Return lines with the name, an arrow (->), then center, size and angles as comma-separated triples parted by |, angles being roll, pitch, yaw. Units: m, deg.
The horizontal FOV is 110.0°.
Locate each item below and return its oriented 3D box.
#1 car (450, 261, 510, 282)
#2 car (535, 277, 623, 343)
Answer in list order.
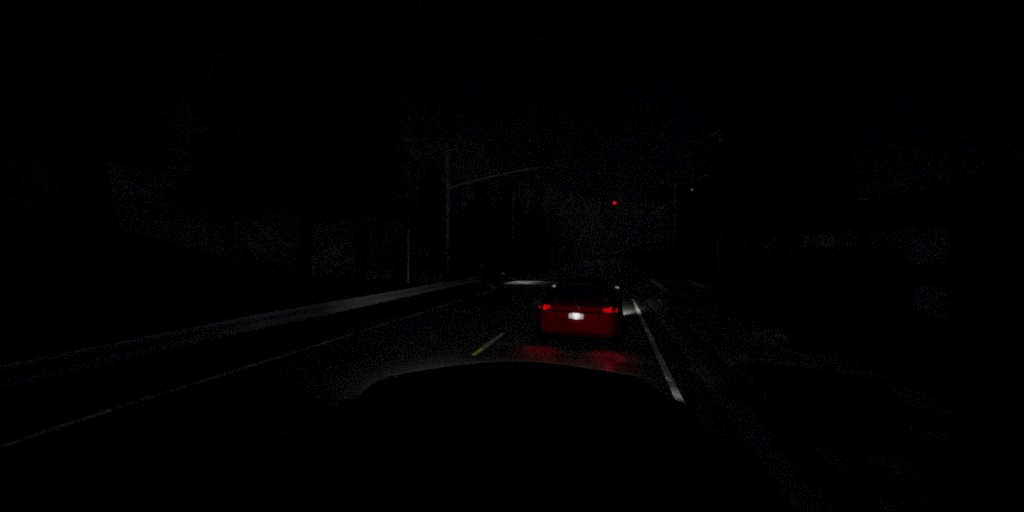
car -> -2.465, 1.098, 25.627 | 4.674, 1.442, 1.812 | 2, 1, 15
car -> 1.921, 1.252, 9.659 | 1.994, 1.385, 4.181 | 0, 0, 16
